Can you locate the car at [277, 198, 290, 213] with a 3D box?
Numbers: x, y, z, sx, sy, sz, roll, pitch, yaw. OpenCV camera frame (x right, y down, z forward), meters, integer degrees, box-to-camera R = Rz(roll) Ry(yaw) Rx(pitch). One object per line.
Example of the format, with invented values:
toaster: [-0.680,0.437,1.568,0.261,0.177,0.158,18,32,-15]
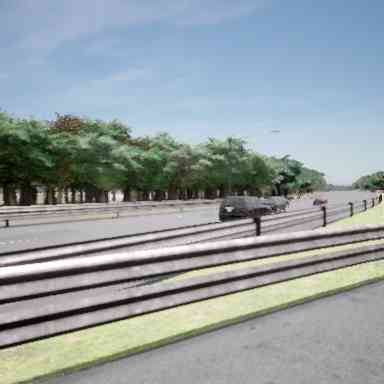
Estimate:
car: [9.737,1.607,39.218,1.837,1.490,4.892,0,0,34]

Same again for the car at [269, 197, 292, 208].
car: [13.898,1.604,52.118,2.128,1.511,4.902,0,0,33]

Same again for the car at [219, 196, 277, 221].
car: [4.075,1.337,24.830,2.150,2.045,5.566,0,0,35]

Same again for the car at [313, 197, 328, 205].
car: [23.343,1.635,60.323,1.812,1.442,4.674,0,0,32]

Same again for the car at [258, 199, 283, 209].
car: [11.368,1.712,47.936,1.895,1.301,4.718,0,0,33]
